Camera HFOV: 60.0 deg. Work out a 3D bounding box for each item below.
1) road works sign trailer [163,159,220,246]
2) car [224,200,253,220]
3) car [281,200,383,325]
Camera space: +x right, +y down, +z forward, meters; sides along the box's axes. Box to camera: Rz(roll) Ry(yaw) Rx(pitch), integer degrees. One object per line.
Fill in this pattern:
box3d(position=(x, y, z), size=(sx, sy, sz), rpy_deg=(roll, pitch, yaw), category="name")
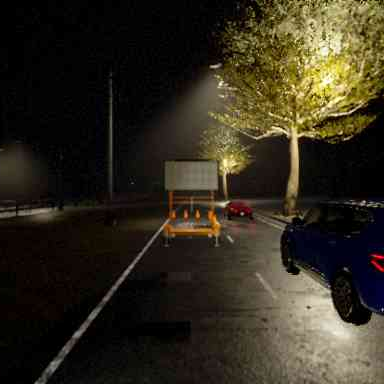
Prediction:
box3d(position=(-0.011, 0.352, 14.604), size=(2.380, 3.560, 2.880), rpy_deg=(0, 0, 0), category="road works sign trailer")
box3d(position=(3.584, 1.376, 26.041), size=(1.812, 1.442, 4.674), rpy_deg=(0, 0, 0), category="car")
box3d(position=(3.590, 1.164, 7.124), size=(2.150, 2.045, 5.566), rpy_deg=(0, 0, 0), category="car")
